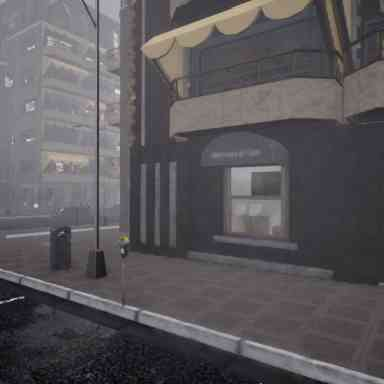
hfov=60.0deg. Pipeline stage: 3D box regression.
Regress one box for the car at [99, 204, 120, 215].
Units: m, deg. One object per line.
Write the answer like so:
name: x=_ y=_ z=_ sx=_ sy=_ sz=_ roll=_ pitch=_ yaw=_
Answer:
car: x=-9.403 y=2.063 z=39.864 sx=1.802 sy=1.307 sz=4.206 roll=-1 pitch=-1 yaw=35

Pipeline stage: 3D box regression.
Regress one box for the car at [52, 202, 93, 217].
car: x=-12.685 y=1.821 z=35.240 sx=1.967 sy=1.590 sz=4.097 roll=-1 pitch=-1 yaw=35
